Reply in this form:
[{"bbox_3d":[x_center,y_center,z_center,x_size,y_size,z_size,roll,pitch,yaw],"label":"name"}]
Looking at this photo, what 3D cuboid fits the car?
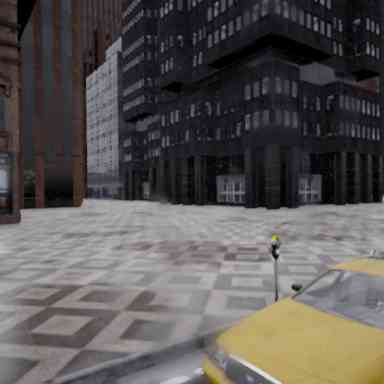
[{"bbox_3d":[2.367,1.474,4.201,4.829,1.417,1.752,-1,0,-35],"label":"car"}]
